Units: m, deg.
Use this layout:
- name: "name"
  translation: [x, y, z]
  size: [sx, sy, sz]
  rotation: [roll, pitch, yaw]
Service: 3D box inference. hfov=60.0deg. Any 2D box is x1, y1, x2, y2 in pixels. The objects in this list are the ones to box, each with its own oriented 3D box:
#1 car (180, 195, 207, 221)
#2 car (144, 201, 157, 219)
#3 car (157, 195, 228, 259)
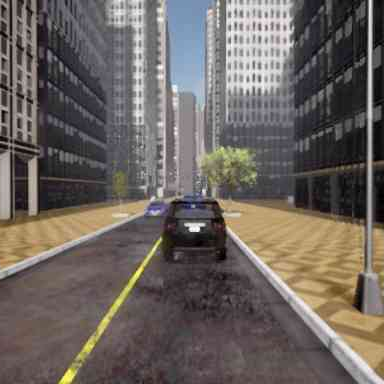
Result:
- name: "car"
  translation: [0.094, 1.262, 29.078]
  size: [2.150, 2.045, 5.566]
  rotation: [0, 0, 0]
- name: "car"
  translation: [-3.100, 1.568, 30.094]
  size: [1.812, 1.442, 4.674]
  rotation: [0, 0, 0]
- name: "car"
  translation: [0.090, 1.236, 12.806]
  size: [2.150, 2.045, 5.566]
  rotation: [0, 0, 0]
